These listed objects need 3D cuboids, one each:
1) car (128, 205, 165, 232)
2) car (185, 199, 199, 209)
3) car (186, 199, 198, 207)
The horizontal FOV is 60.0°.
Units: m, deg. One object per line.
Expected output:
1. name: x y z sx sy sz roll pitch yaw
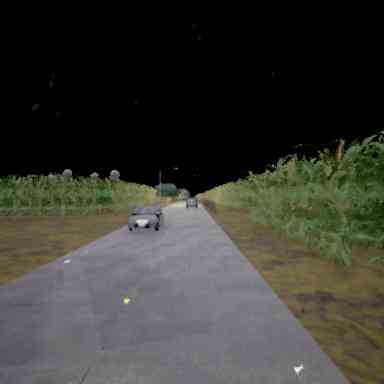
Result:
1. car: -2.794 1.593 21.105 2.128 1.511 4.902 0 0 1
2. car: -0.001 1.779 50.613 2.128 1.511 4.902 0 0 0
3. car: 0.000 1.951 61.037 1.994 1.385 4.181 0 -1 0
